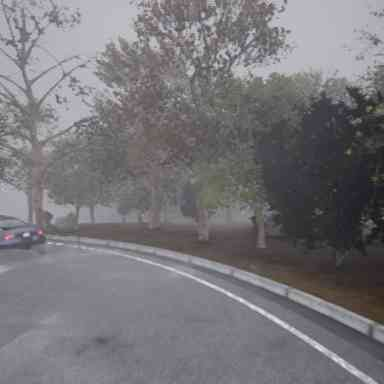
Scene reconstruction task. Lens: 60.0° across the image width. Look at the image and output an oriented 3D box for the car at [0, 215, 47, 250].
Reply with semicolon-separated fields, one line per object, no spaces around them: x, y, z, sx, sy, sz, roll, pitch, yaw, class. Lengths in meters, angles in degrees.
-8.287;1.657;13.392;5.357;1.411;2.033;-1;0;28;car
